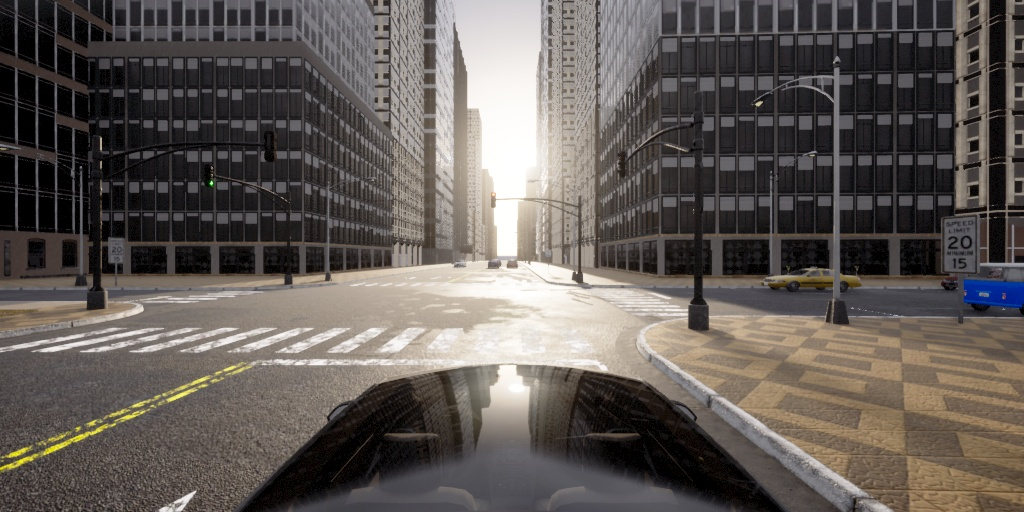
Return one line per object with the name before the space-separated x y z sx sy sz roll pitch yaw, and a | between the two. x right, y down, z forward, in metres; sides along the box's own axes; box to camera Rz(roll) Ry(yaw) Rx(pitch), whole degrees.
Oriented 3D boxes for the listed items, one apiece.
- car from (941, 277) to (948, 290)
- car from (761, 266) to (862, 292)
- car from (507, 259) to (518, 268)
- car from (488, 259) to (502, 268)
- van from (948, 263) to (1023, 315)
car | 26.937 1.356 20.160 4.207 1.307 1.802 0 0 2
car | 17.103 1.293 20.652 4.829 1.417 1.751 0 0 2
car | 0.050 1.425 63.666 1.994 1.385 4.181 0 0 0
car | -3.201 1.336 62.836 1.882 1.535 5.008 0 0 0
van | 18.367 1.119 12.479 3.998 1.789 1.690 0 0 2
